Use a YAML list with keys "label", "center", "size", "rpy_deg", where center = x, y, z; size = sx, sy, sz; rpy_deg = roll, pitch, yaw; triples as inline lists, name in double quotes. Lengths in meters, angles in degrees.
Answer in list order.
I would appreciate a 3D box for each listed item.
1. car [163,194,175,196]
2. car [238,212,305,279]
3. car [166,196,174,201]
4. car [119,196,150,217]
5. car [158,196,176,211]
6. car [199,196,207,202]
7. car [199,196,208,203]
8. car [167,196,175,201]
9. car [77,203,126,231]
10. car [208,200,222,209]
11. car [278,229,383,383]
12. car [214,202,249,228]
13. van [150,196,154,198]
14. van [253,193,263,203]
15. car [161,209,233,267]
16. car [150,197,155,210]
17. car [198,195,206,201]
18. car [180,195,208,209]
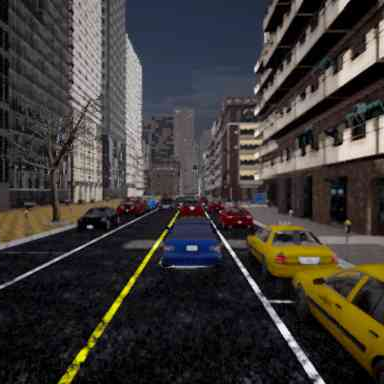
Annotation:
- label: "car"
  center: [-5.742, 1.386, 75.262]
  size: [2.192, 1.841, 5.009]
  rpy_deg: [0, 0, 0]
- label: "car"
  center: [2.678, 1.528, 9.909]
  size: [1.752, 1.417, 4.829]
  rpy_deg: [0, 0, 0]
- label: "car"
  center: [-5.747, 1.634, 86.316]
  size: [1.887, 1.381, 4.507]
  rpy_deg: [0, 0, 0]
- label: "car"
  center: [-5.716, 1.331, 31.826]
  size: [2.192, 1.841, 5.009]
  rpy_deg: [0, 0, 0]
- label: "car"
  center: [-3.078, 1.550, 41.723]
  size: [1.812, 1.442, 4.674]
  rpy_deg: [0, 0, 0]
- label: "car"
  center: [2.636, 1.624, 80.793]
  size: [1.887, 1.381, 4.507]
  rpy_deg: [0, 0, 0]
- label: "car"
  center: [2.639, 1.615, 75.266]
  size: [1.887, 1.381, 4.507]
  rpy_deg: [0, 0, 0]
- label: "car"
  center: [-5.750, 1.666, 91.845]
  size: [1.947, 1.339, 4.313]
  rpy_deg: [0, 0, 0]
- label: "car"
  center: [-5.708, 1.575, 20.780]
  size: [1.947, 1.339, 4.313]
  rpy_deg: [0, 0, 0]
- label: "car"
  center: [2.662, 1.565, 37.352]
  size: [1.887, 1.381, 4.507]
  rpy_deg: [0, 0, 0]
- label: "car"
  center: [2.682, 1.526, 4.385]
  size: [1.752, 1.417, 4.829]
  rpy_deg: [0, 0, 0]
- label: "car"
  center: [2.672, 1.553, 20.785]
  size: [1.887, 1.381, 4.507]
  rpy_deg: [0, 0, 0]
- label: "van"
  center: [-5.723, 1.367, 42.872]
  size: [1.690, 1.788, 3.998]
  rpy_deg: [0, 0, 0]
- label: "van"
  center: [13.670, 1.159, 62.828]
  size: [3.998, 1.788, 1.690]
  rpy_deg: [-1, 1, 0]
- label: "car"
  center: [0.016, 1.552, 11.417]
  size: [2.033, 1.411, 5.357]
  rpy_deg: [0, 0, 0]
- label: "car"
  center: [-5.718, 1.586, 37.349]
  size: [1.947, 1.339, 4.313]
  rpy_deg: [0, 0, 0]
- label: "car"
  center: [2.632, 1.529, 86.321]
  size: [1.967, 1.590, 4.097]
  rpy_deg: [0, 0, 0]
- label: "car"
  center: [0.026, 1.364, 28.492]
  size: [2.097, 1.767, 4.553]
  rpy_deg: [0, 0, 0]
